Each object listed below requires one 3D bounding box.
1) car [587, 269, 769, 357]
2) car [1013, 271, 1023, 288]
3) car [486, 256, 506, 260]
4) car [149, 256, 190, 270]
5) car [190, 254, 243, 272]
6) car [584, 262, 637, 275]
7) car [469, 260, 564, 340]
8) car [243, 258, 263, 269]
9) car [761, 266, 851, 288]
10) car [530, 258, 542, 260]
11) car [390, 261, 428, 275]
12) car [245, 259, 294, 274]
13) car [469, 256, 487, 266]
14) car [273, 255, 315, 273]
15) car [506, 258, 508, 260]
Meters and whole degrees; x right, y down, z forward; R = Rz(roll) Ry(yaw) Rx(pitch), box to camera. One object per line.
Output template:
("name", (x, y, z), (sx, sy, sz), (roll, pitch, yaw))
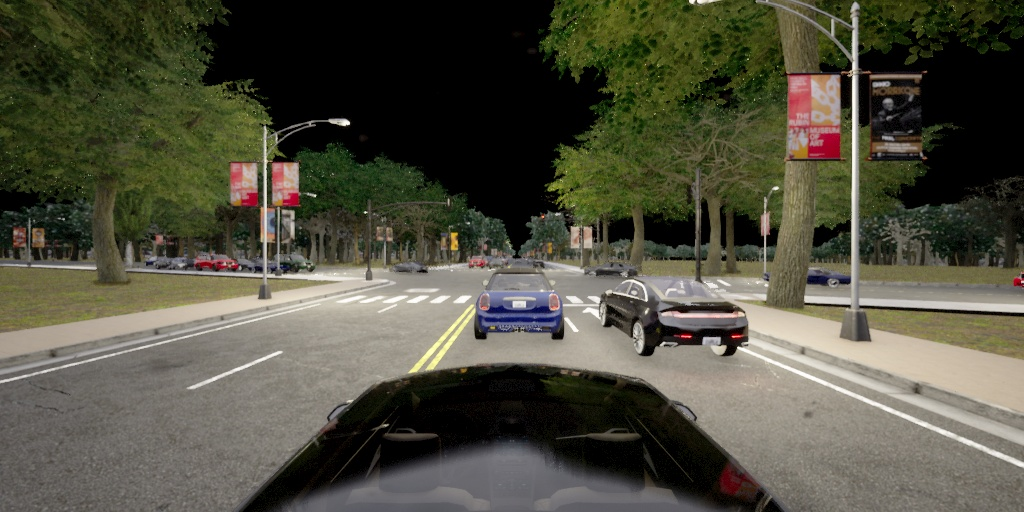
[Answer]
("car", (3.429, 1.244, 8.563), (2.128, 1.511, 4.902), (0, 0, 0))
("car", (32.324, 1.180, 19.749), (5.566, 2.045, 2.150), (1, 0, 24))
("car", (-2.397, 1.126, 55.895), (2.097, 1.767, 4.553), (0, 0, 1))
("car", (-44.292, 1.034, 46.627), (4.902, 1.511, 2.128), (0, 0, 24))
("car", (-35.099, 0.809, 42.508), (5.566, 2.045, 2.150), (0, 0, 24))
("car", (9.299, 1.316, 33.701), (4.892, 1.490, 1.837), (1, 1, 26))
("car", (0.192, 1.105, 10.150), (2.097, 1.767, 4.553), (0, 0, 1))
("car", (-34.701, 1.088, 45.899), (4.892, 1.490, 1.837), (0, 0, 24))
("car", (20.395, 1.486, 25.071), (4.718, 1.301, 1.895), (0, 0, 24))
("car", (4.356, 1.281, 59.877), (1.837, 1.490, 4.892), (0, 0, 1))
("car", (-11.251, 1.265, 39.185), (4.181, 1.385, 1.994), (0, 0, 24))
("car", (-26.032, 1.236, 38.453), (4.718, 1.301, 1.895), (0, 0, 27))
("car", (-5.626, 0.996, 57.963), (2.150, 2.045, 5.566), (0, 0, 1))
("car", (-25.539, 0.853, 41.810), (5.566, 2.045, 2.150), (0, 0, 24))
("car", (-2.205, 1.379, 64.886), (1.895, 1.301, 4.718), (0, 0, 1))
